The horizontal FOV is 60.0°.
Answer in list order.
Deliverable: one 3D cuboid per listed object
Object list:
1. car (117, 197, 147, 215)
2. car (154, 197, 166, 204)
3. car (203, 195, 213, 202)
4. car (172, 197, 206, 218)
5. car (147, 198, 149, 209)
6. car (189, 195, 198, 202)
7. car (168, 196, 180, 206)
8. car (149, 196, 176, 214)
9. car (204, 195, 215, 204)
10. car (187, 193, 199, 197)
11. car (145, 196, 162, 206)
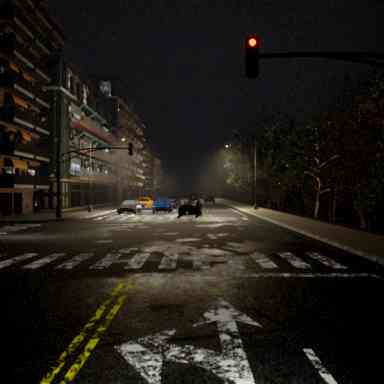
[{"bbox_3d":[-6.438,1.550,34.919,2.033,1.411,5.357,0,0,0],"label":"car"},{"bbox_3d":[-6.212,1.618,65.036,1.895,1.301,4.718,0,0,0],"label":"car"},{"bbox_3d":[3.590,1.495,76.496,2.033,1.411,5.357,0,0,0],"label":"car"},{"bbox_3d":[-0.153,1.493,29.962,2.128,1.511,4.902,0,0,5],"label":"car"},{"bbox_3d":[-6.354,1.484,44.572,1.882,1.535,5.008,0,0,1],"label":"car"},{"bbox_3d":[0.341,1.480,76.512,2.128,1.511,4.902,0,0,0],"label":"car"},{"bbox_3d":[-3.004,1.516,55.900,1.837,1.490,4.892,0,0,0],"label":"car"},{"bbox_3d":[-3.179,1.481,36.357,1.882,1.535,5.008,0,0,1],"label":"car"},{"bbox_3d":[3.543,1.522,66.077,1.837,1.490,4.892,0,0,0],"label":"car"},{"bbox_3d":[0.293,1.239,66.123,2.150,2.045,5.566,0,0,0],"label":"car"},{"bbox_3d":[-6.260,1.502,54.712,2.128,1.511,4.902,0,0,0],"label":"car"}]
